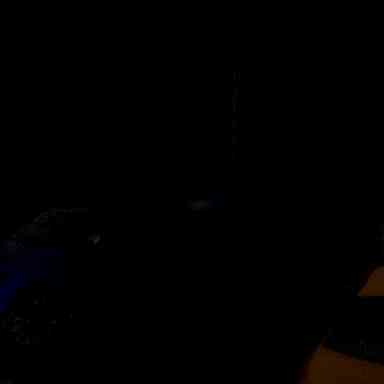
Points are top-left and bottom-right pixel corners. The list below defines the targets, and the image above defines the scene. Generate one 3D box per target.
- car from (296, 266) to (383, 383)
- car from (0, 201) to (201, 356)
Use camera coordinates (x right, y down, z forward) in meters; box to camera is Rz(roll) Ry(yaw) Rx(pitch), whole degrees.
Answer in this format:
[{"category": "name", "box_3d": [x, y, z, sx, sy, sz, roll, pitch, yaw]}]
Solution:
[{"category": "car", "box_3d": [2.609, 1.476, 3.637, 1.946, 1.575, 5.366, 0, 0, 35]}, {"category": "car", "box_3d": [-2.005, 1.237, 6.661, 2.435, 2.045, 5.566, 0, 0, 35]}]
